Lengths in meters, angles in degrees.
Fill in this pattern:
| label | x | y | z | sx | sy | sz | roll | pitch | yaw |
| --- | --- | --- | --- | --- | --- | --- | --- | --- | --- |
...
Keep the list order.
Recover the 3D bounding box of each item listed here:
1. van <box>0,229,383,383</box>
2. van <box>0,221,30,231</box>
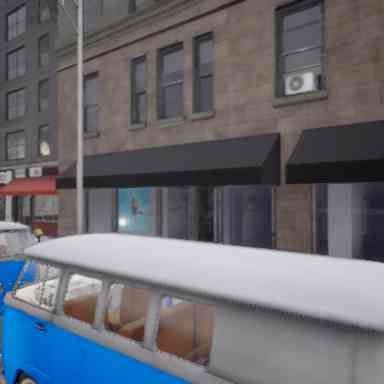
| label | x | y | z | sx | sy | sz | roll | pitch | yaw |
| --- | --- | --- | --- | --- | --- | --- | --- | --- | --- |
| van | -0.125 | 1.359 | 2.956 | 3.998 | 1.788 | 1.690 | 0 | -1 | 36 |
| van | -4.570 | 1.358 | 6.181 | 3.998 | 1.788 | 1.690 | 0 | -1 | 36 |
